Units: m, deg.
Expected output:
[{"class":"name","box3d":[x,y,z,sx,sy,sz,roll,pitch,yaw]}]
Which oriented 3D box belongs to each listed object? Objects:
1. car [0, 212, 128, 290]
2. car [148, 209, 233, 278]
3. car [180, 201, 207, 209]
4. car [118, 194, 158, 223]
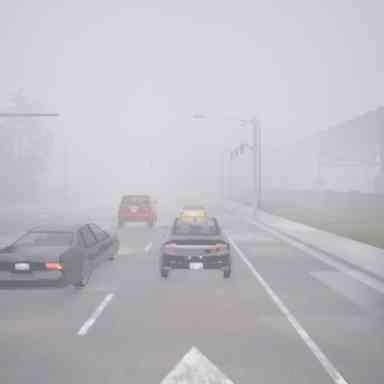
[{"class":"car","box3d":[-3.398,1.531,9.166,2.033,1.411,5.357,0,0,0]},{"class":"car","box3d":[0.100,1.475,10.033,2.128,1.511,4.902,0,0,0]},{"class":"car","box3d":[0.100,1.368,23.159,1.801,1.575,5.366,0,1,0]},{"class":"car","box3d":[-3.538,1.141,22.106,2.150,2.045,5.566,0,1,-3]}]
